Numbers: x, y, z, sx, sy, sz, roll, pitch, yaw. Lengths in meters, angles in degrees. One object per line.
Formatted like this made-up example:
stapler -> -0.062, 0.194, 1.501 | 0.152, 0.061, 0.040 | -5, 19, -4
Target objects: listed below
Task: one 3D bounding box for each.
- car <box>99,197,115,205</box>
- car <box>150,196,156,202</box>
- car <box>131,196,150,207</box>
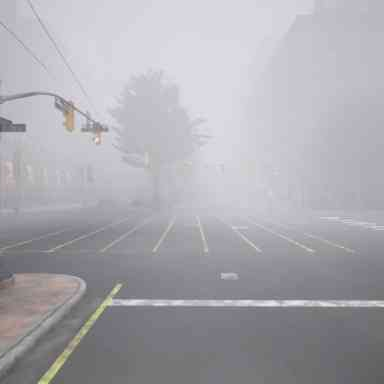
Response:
car -> -14.733, 1.594, 57.808 | 1.895, 1.301, 4.718 | 0, 0, 0
car -> -8.005, 1.562, 66.533 | 1.994, 1.385, 4.181 | 0, 0, 1
car -> -8.080, 1.477, 50.787 | 1.882, 1.535, 5.008 | 0, 0, 0
